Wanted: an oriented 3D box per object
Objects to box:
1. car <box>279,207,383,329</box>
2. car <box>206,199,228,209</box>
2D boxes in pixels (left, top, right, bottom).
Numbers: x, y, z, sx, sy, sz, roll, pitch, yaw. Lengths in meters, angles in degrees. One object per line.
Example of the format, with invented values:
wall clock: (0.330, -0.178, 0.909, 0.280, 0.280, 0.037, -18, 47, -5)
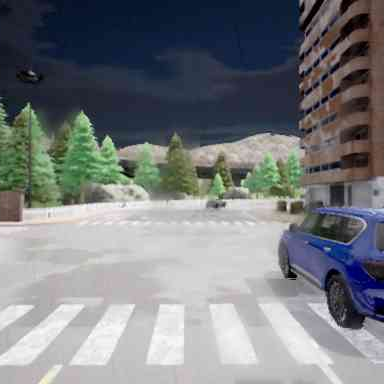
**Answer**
car: (3.582, 1.322, 7.312, 2.150, 2.045, 5.566, 0, 0, 0)
car: (3.818, 1.833, 50.450, 1.837, 1.490, 4.892, -1, -1, 27)
